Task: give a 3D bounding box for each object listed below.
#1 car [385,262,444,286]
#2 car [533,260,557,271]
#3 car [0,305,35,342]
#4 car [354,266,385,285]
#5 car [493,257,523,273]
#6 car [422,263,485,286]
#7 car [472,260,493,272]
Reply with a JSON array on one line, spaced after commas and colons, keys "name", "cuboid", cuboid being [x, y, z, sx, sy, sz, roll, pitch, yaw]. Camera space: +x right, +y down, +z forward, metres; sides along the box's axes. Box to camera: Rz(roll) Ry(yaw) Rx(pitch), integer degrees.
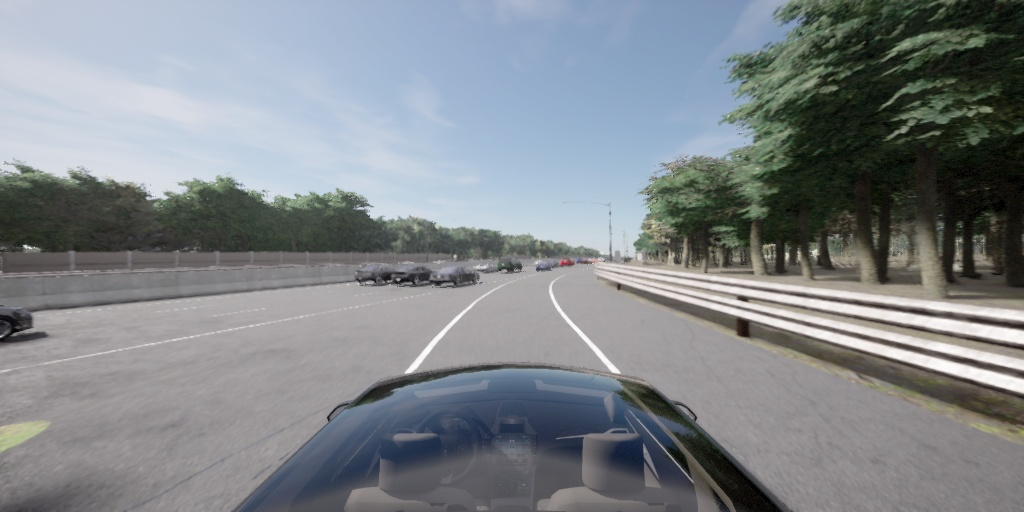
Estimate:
[{"name": "car", "cuboid": [-7.626, 1.514, 28.853, 1.837, 1.490, 4.892, -1, 0, 20]}, {"name": "car", "cuboid": [5.039, 1.516, 54.132, 1.994, 1.385, 4.181, -1, 0, 19]}, {"name": "car", "cuboid": [-14.834, 1.598, 8.498, 1.994, 1.385, 4.181, -1, 0, 19]}, {"name": "car", "cuboid": [-10.925, 1.540, 30.024, 2.128, 1.511, 4.902, -1, 0, 20]}, {"name": "car", "cuboid": [-0.252, 1.216, 49.691, 2.150, 2.045, 5.566, -1, 0, 19]}, {"name": "car", "cuboid": [-4.330, 1.517, 27.679, 2.033, 1.411, 5.357, -1, 0, 19]}, {"name": "car", "cuboid": [-3.555, 1.636, 50.833, 1.895, 1.301, 4.718, -1, 0, 20]}]
